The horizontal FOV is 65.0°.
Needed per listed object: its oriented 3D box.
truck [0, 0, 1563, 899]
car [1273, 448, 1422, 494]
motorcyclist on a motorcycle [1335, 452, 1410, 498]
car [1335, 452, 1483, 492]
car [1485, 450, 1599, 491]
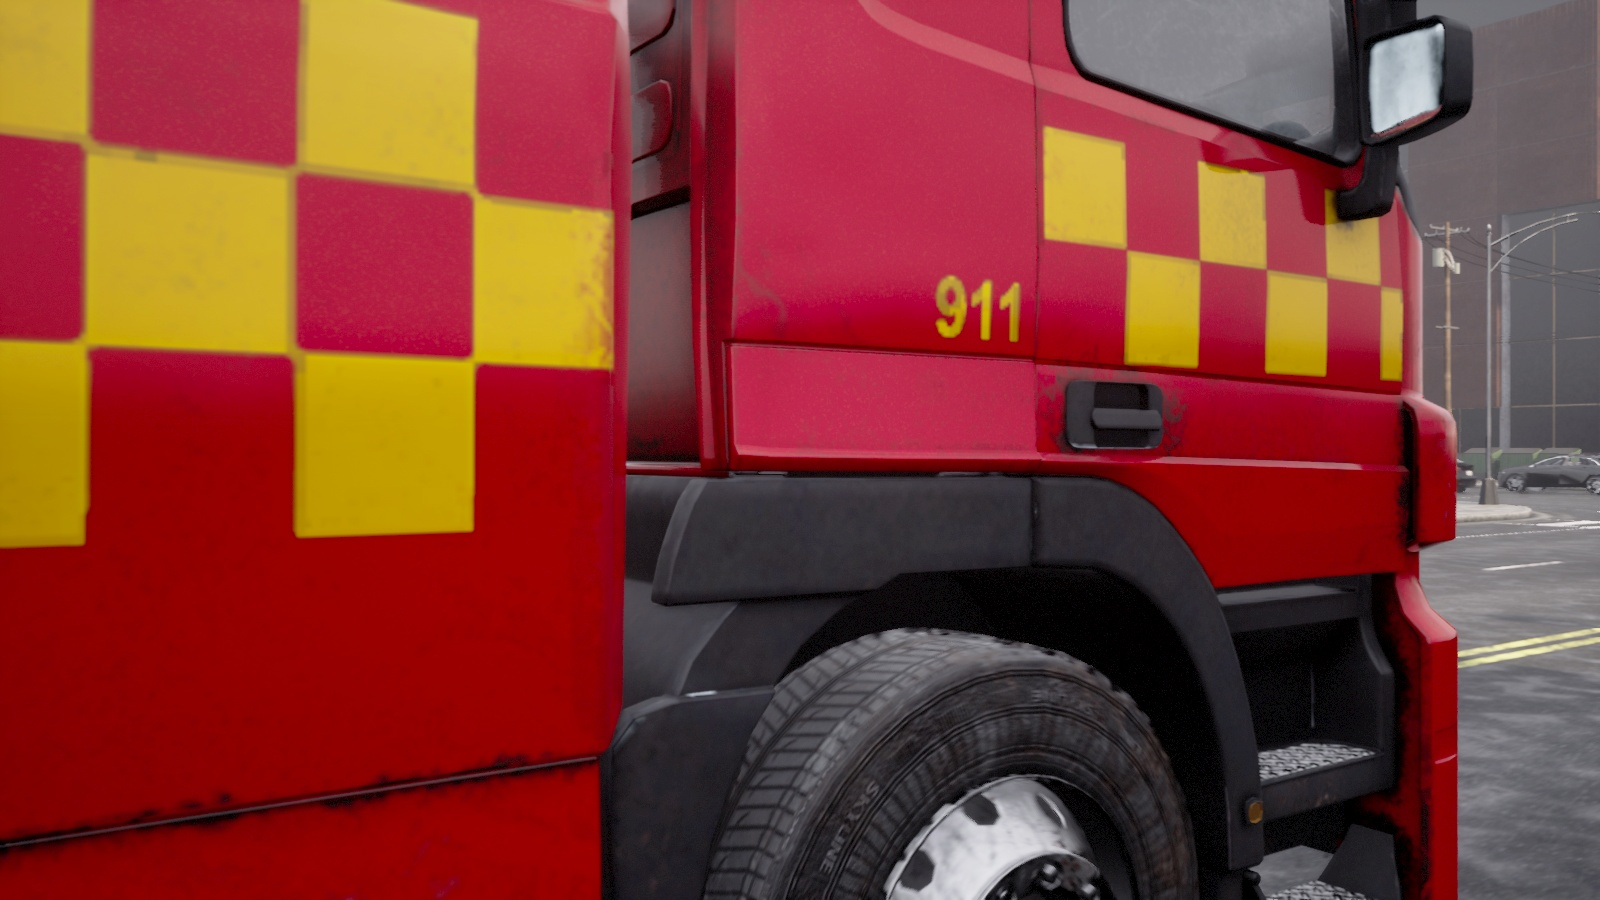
[{"bbox_3d":[-2.306,-0.410,2.058,8.468,3.827,2.891,0,0,-35],"label":"truck"},{"bbox_3d":[20.725,0.748,47.728,2.033,1.649,4.856,0,0,-34],"label":"car"},{"bbox_3d":[19.640,0.844,43.111,0.866,1.530,2.191,0,0,-34],"label":"motorcyclist on a motorcycle"},{"bbox_3d":[23.859,0.815,49.346,2.163,1.488,4.792,0,0,-34],"label":"car"},{"bbox_3d":[29.124,0.757,47.841,2.128,1.511,4.902,0,0,-34],"label":"car"}]
